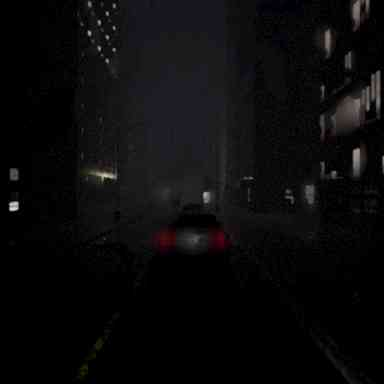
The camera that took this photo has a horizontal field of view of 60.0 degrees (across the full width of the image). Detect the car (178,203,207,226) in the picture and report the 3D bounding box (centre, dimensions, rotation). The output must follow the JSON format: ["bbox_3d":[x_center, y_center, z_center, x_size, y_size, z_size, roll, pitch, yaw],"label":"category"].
[{"bbox_3d":[0.053,1.591,25.342,2.033,1.411,5.357,0,0,0],"label":"car"}]

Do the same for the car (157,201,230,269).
[{"bbox_3d":[0.058,1.368,11.313,2.097,1.767,4.553,0,0,0],"label":"car"}]

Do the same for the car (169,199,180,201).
[{"bbox_3d":[-2.806,1.706,52.728,1.895,1.301,4.718,0,0,0],"label":"car"}]
